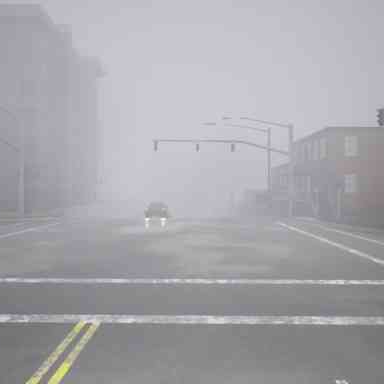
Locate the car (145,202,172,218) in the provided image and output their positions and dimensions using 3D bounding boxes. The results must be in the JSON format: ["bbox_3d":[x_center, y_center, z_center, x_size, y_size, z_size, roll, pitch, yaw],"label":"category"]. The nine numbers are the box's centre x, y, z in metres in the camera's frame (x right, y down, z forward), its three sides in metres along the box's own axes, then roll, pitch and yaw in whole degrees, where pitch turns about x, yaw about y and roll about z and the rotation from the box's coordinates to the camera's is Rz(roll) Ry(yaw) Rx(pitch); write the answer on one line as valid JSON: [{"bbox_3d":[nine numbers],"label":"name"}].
[{"bbox_3d":[-3.587,1.838,34.348,2.097,1.767,4.553,0,-4,0],"label":"car"}]
